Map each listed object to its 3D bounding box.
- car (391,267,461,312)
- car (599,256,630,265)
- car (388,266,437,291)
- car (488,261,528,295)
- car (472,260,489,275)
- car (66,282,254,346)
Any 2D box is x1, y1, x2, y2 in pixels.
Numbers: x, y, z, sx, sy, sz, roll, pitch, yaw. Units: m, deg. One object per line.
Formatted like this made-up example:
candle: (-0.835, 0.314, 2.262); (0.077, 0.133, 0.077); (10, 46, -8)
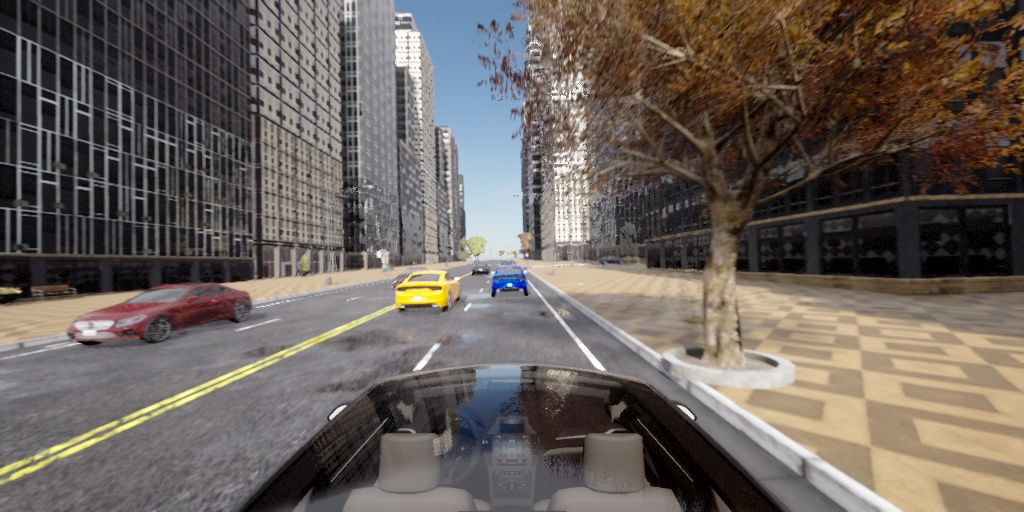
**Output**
car: (-3.335, 1.342, 15.066); (1.882, 1.535, 5.008); (-2, 0, -1)
car: (16.077, 0.720, 57.702); (4.403, 1.370, 2.007); (0, 0, -1)
car: (-6.880, 1.526, 25.464); (2.033, 1.411, 5.357); (-2, 0, 0)
car: (-0.143, 1.268, 20.144); (1.882, 1.535, 5.008); (-2, 0, -1)
car: (-3.612, 1.491, 42.579); (1.994, 1.385, 4.181); (-2, 0, -1)
car: (-9.989, 1.556, 10.780); (1.812, 1.442, 4.674); (-2, 0, -1)
